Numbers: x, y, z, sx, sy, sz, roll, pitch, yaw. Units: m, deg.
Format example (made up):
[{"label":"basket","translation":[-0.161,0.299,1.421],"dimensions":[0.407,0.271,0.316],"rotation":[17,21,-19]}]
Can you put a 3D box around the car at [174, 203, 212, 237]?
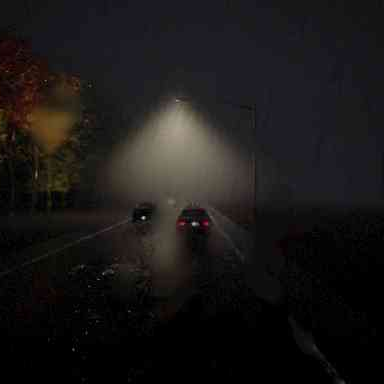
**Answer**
[{"label":"car","translation":[0.100,1.587,18.422],"dimensions":[2.033,1.411,5.357],"rotation":[0,0,0]}]

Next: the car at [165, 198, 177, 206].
[{"label":"car","translation":[-3.402,1.625,52.314],"dimensions":[1.812,1.442,4.674],"rotation":[0,0,0]}]

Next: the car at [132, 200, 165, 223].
[{"label":"car","translation":[-3.401,1.558,25.769],"dimensions":[1.837,1.490,4.892],"rotation":[0,0,0]}]

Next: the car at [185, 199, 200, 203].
[{"label":"car","translation":[0.099,1.634,44.592],"dimensions":[2.033,1.411,5.357],"rotation":[0,0,0]}]
